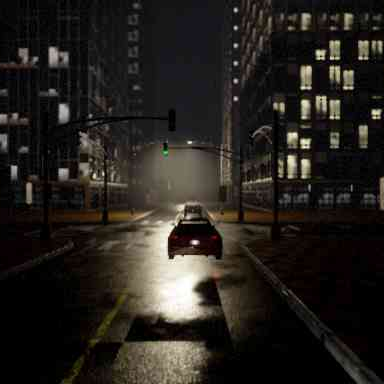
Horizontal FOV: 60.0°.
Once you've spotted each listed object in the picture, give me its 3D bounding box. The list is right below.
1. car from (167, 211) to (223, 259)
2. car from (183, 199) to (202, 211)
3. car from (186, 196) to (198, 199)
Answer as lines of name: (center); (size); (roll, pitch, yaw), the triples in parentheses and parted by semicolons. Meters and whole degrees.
car: (0.096, 1.672, 13.093); (1.994, 1.385, 4.181); (0, -1, 0)
car: (0.091, 1.803, 36.997); (2.128, 1.511, 4.902); (0, -1, 0)
car: (-0.015, 1.792, 64.938); (2.150, 2.045, 5.566); (0, 0, 0)
